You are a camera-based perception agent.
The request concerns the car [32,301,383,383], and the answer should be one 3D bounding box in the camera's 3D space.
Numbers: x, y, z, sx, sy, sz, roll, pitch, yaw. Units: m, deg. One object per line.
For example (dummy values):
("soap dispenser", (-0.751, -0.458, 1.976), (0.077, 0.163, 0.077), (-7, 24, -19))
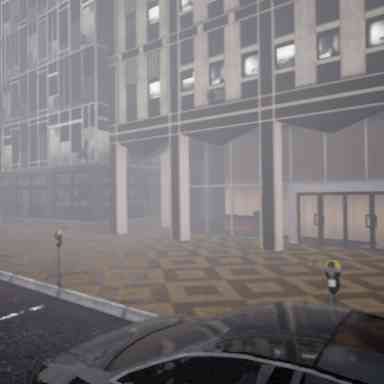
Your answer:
("car", (0.601, 1.566, 2.459), (4.313, 1.339, 1.947), (0, -1, 36))
